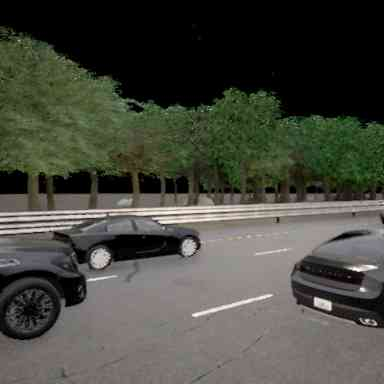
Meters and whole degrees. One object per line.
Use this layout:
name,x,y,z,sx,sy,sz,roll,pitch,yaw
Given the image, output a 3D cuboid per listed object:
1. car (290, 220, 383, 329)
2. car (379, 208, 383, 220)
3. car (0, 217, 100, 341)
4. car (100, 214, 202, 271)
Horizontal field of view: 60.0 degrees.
car,4.016,1.501,6.608,4.892,1.490,1.837,0,0,-35
car,14.773,1.469,22.842,4.902,1.511,2.128,0,0,-35
car,-4.473,1.222,4.854,5.566,2.045,2.150,0,0,-36
car,-1.957,1.475,10.946,5.008,1.535,1.882,0,0,-35
